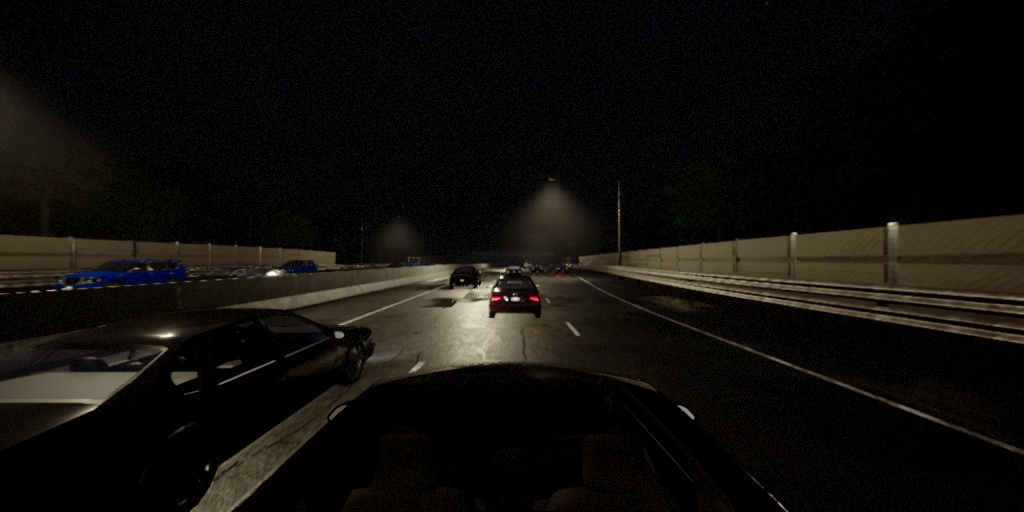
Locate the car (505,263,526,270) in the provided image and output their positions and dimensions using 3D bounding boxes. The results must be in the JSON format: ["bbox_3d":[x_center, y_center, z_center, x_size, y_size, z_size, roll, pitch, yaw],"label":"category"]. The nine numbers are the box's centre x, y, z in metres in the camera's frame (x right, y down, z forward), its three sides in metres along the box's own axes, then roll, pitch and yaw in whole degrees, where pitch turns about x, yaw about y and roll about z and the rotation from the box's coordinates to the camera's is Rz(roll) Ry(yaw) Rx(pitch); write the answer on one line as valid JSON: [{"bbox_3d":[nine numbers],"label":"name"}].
[{"bbox_3d":[0.228,1.781,40.976,2.033,1.411,5.357,0,-1,0],"label":"car"}]

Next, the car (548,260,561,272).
[{"bbox_3d":[7.312,1.733,60.911,2.150,2.045,5.566,0,-1,1],"label":"car"}]

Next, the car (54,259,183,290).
[{"bbox_3d":[-21.077,1.188,19.836,2.150,2.045,5.566,0,-1,0],"label":"car"}]

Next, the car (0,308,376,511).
[{"bbox_3d":[-3.400,1.326,4.097,2.033,1.411,5.357,0,-1,0],"label":"car"}]

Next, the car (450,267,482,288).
[{"bbox_3d":[-3.354,1.529,26.606,1.882,1.535,5.008,0,-1,0],"label":"car"}]

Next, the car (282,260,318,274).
[{"bbox_3d":[-23.731,1.436,39.688,2.150,2.045,5.566,0,-1,-3],"label":"car"}]

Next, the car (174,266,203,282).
[{"bbox_3d":[-17.568,1.490,22.349,2.128,1.511,4.902,0,-1,0],"label":"car"}]

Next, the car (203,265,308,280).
[{"bbox_3d":[-14.075,1.463,20.160,2.128,1.511,4.902,0,-1,0],"label":"car"}]

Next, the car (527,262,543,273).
[{"bbox_3d":[3.752,2.030,55.241,1.895,1.301,4.718,0,-1,1],"label":"car"}]

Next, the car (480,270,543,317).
[{"bbox_3d":[0.107,1.444,13.860,2.033,1.411,5.357,0,-1,0],"label":"car"}]

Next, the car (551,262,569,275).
[{"bbox_3d":[7.085,1.906,51.720,1.812,1.442,4.674,0,-1,2],"label":"car"}]

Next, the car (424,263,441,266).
[{"bbox_3d":[-13.674,2.032,63.978,1.882,1.535,5.008,0,-1,1],"label":"car"}]
